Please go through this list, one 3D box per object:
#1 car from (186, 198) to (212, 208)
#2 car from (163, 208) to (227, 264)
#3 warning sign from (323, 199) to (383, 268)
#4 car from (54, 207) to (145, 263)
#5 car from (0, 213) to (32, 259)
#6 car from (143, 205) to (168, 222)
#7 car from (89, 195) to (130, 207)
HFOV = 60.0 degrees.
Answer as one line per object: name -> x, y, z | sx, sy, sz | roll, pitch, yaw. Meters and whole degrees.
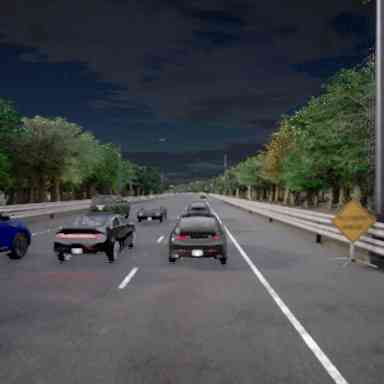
car -> 0.550, 1.551, 27.619 | 1.837, 1.490, 4.892 | 0, 0, 2
car -> 0.217, 1.528, 11.971 | 1.837, 1.490, 4.892 | 0, -1, 1
warning sign -> 4.645, 1.139, 9.638 | 1.300, 1.860, 1.060 | 0, 0, 1
car -> -3.281, 1.513, 12.120 | 2.128, 1.511, 4.902 | 0, 0, 2
car -> -6.849, 1.229, 9.516 | 2.150, 2.045, 5.566 | 0, -1, 1
car -> -2.994, 1.642, 26.123 | 1.895, 1.301, 4.718 | 0, 0, 2
car -> -6.480, 1.263, 26.540 | 2.150, 2.045, 5.566 | 0, 0, 2
